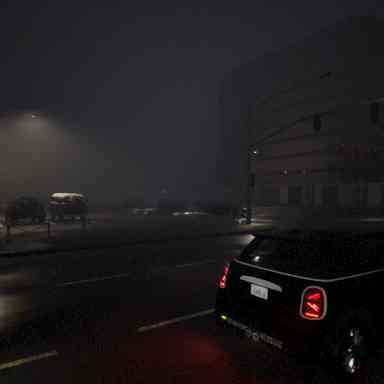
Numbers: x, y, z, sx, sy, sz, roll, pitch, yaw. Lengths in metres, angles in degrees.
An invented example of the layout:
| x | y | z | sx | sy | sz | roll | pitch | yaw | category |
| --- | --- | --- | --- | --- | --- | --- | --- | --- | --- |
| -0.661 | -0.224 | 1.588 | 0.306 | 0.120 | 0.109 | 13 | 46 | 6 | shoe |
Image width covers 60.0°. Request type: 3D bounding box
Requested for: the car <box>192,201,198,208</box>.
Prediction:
| x | y | z | sx | sy | sz | roll | pitch | yaw | category |
| --- | --- | --- | --- | --- | --- | --- | --- | --- | --- |
| 1.813 | 1.619 | 45.859 | 1.994 | 1.385 | 4.181 | 0 | 0 | -35 | car |

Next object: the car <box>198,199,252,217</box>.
| x | y | z | sx | sy | sz | roll | pitch | yaw | category |
| --- | --- | --- | --- | --- | --- | --- | --- | --- | --- |
| 3.208 | 1.603 | 31.455 | 2.033 | 1.411 | 5.357 | 0 | 0 | -35 | car |

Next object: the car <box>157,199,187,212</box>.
| x | y | z | sx | sy | sz | roll | pitch | yaw | category |
| --- | --- | --- | --- | --- | --- | --- | --- | --- | --- |
| -2.483 | 1.581 | 39.489 | 1.812 | 1.442 | 4.674 | 0 | 0 | -36 | car |

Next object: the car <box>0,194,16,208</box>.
| x | y | z | sx | sy | sz | roll | pitch | yaw | category |
| --- | --- | --- | --- | --- | --- | --- | --- | --- | --- |
| -31.674 | 1.209 | 56.493 | 1.932 | 1.855 | 4.605 | 0 | 0 | -35 | car |

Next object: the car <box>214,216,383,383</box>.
| x | y | z | sx | sy | sz | roll | pitch | yaw | category |
| --- | --- | --- | --- | --- | --- | --- | --- | --- | --- |
| 2.637 | 1.352 | 5.682 | 4.553 | 1.767 | 2.097 | 0 | 0 | -35 | car |

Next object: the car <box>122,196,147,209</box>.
| x | y | z | sx | sy | sz | roll | pitch | yaw | category |
| --- | --- | --- | --- | --- | --- | --- | --- | --- | --- |
| -8.243 | 1.407 | 47.605 | 2.097 | 1.767 | 4.553 | 0 | 0 | -35 | car |
